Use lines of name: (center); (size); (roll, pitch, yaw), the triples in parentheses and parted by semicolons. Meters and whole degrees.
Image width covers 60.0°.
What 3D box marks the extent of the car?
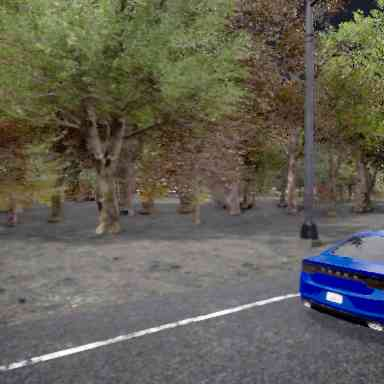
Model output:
car: (4.262, 1.493, 6.554); (5.008, 1.535, 1.882); (0, 0, -34)
